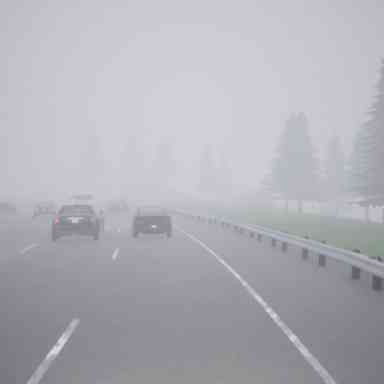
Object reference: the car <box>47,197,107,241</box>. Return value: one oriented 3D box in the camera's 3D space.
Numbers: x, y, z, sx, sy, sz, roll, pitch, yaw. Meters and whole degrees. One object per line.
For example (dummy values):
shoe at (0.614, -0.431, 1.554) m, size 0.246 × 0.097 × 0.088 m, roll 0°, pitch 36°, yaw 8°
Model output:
car at (-5.674, 1.336, 17.001) m, size 2.097 × 1.767 × 4.553 m, roll 0°, pitch 0°, yaw -12°

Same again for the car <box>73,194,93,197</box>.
car at (-11.319, 1.188, 34.188) m, size 2.150 × 2.045 × 5.566 m, roll 0°, pitch 0°, yaw -24°

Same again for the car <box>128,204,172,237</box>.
car at (-2.285, 1.455, 17.925) m, size 1.882 × 1.535 × 5.008 m, roll 0°, pitch 0°, yaw -12°

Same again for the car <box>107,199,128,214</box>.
car at (-7.923, 1.453, 34.974) m, size 2.128 × 1.511 × 4.902 m, roll 0°, pitch 0°, yaw -23°

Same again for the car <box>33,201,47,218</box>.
car at (-13.344, 1.523, 30.215) m, size 2.033 × 1.411 × 5.357 m, roll 0°, pitch 0°, yaw -23°

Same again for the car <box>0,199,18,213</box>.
car at (-19.848, 1.504, 35.610) m, size 1.812 × 1.442 × 4.674 m, roll 0°, pitch 0°, yaw -27°
